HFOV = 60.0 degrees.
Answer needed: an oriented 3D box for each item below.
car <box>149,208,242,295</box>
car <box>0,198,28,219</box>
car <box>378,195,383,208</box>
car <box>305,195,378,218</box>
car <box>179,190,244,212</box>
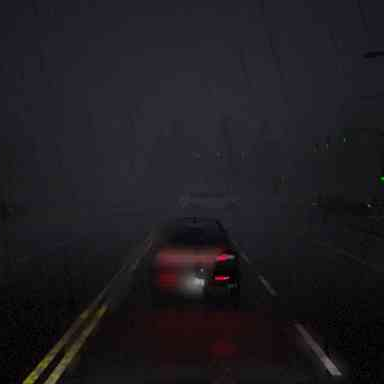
[{"bbox_3d":[0.071,1.385,8.388,2.128,1.511,4.902,0,1,0],"label":"car"},{"bbox_3d":[-14.607,1.119,24.542,5.008,1.535,1.882,0,0,11],"label":"car"},{"bbox_3d":[22.331,0.717,35.981,5.566,2.045,2.150,0,1,0],"label":"car"},{"bbox_3d":[11.116,0.990,25.268,4.553,1.767,2.097,0,1,0],"label":"car"},{"bbox_3d":[1.634,0.830,28.730,5.566,2.045,2.150,0,1,0],"label":"car"}]
